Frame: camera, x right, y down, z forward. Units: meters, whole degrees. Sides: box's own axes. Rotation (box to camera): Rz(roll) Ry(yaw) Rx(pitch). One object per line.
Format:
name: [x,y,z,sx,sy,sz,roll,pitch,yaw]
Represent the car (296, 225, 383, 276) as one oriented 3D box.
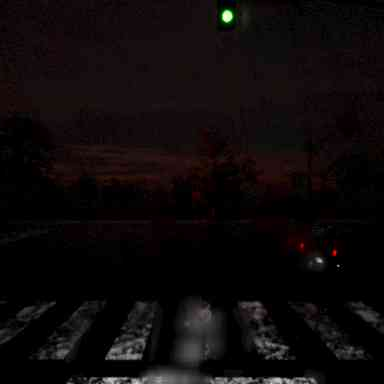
car: [5.768,1.701,10.536,4.718,1.301,1.895,0,0,-23]
